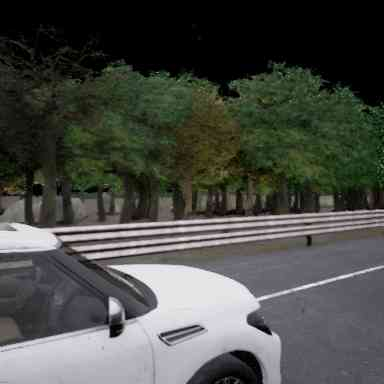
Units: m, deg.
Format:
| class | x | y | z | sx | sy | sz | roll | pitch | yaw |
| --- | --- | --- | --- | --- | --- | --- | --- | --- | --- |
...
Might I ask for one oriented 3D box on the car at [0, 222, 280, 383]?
| class | x | y | z | sx | sy | sz | roll | pitch | yaw |
| --- | --- | --- | --- | --- | --- | --- | --- | --- | --- |
| car | -1.790 | 1.222 | 2.477 | 5.566 | 2.045 | 2.150 | 0 | 0 | -35 |
